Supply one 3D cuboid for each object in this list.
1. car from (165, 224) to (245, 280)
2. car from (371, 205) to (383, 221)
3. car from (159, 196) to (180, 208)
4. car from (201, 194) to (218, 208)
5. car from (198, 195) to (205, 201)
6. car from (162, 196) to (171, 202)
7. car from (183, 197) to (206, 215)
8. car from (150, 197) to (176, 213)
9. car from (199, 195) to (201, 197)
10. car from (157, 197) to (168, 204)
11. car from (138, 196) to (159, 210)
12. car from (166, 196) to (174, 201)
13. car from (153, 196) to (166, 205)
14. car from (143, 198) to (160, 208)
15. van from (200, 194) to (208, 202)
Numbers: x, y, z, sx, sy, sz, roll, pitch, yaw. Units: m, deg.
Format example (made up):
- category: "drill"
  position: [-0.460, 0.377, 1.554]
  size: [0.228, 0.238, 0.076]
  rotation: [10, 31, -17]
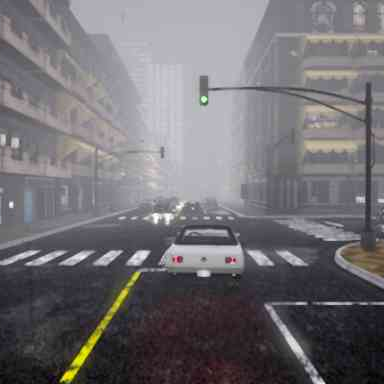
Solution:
- category: "car"
  position: [0.482, 1.600, 9.923]
  size: [1.895, 1.301, 4.718]
  rotation: [0, 0, 5]
- category: "car"
  position: [14.146, 1.091, 21.665]
  size: [4.553, 1.767, 2.097]
  rotation: [-1, 0, 1]
- category: "car"
  position: [-3.086, 1.557, 45.893]
  size: [2.033, 1.411, 5.357]
  rotation: [0, 0, 0]
- category: "car"
  position: [2.672, 1.451, 47.696]
  size: [1.967, 1.590, 4.097]
  rotation: [-1, 0, 0]
- category: "car"
  position: [2.665, 1.595, 91.919]
  size: [1.887, 1.381, 4.507]
  rotation: [-1, 0, 0]
- category: "car"
  position: [-5.712, 1.557, 75.169]
  size: [1.752, 1.417, 4.829]
  rotation: [-1, 0, 0]
- category: "car"
  position: [0.093, 1.567, 34.480]
  size: [1.994, 1.385, 4.181]
  rotation: [0, 0, 0]
- category: "car"
  position: [-3.101, 1.568, 36.506]
  size: [1.994, 1.385, 4.181]
  rotation: [0, 0, 0]
- category: "car"
  position: [2.670, 1.573, 64.279]
  size: [2.008, 1.369, 4.403]
  rotation: [-1, 0, 0]
- category: "car"
  position: [-5.710, 1.604, 64.283]
  size: [1.802, 1.307, 4.206]
  rotation: [-1, 0, 0]
- category: "car"
  position: [-5.706, 1.557, 42.172]
  size: [2.008, 1.369, 4.403]
  rotation: [0, 0, 0]
- category: "car"
  position: [-5.714, 1.626, 86.395]
  size: [1.802, 1.307, 4.206]
  rotation: [-1, 0, 0]
- category: "car"
  position: [-5.711, 1.458, 58.755]
  size: [1.967, 1.590, 4.097]
  rotation: [-1, 0, 0]
- category: "car"
  position: [-5.707, 1.576, 47.699]
  size: [1.947, 1.339, 4.313]
  rotation: [0, 0, 0]
- category: "van"
  position: [2.666, 1.373, 75.335]
  size: [1.690, 1.788, 3.998]
  rotation: [-1, 0, 0]
